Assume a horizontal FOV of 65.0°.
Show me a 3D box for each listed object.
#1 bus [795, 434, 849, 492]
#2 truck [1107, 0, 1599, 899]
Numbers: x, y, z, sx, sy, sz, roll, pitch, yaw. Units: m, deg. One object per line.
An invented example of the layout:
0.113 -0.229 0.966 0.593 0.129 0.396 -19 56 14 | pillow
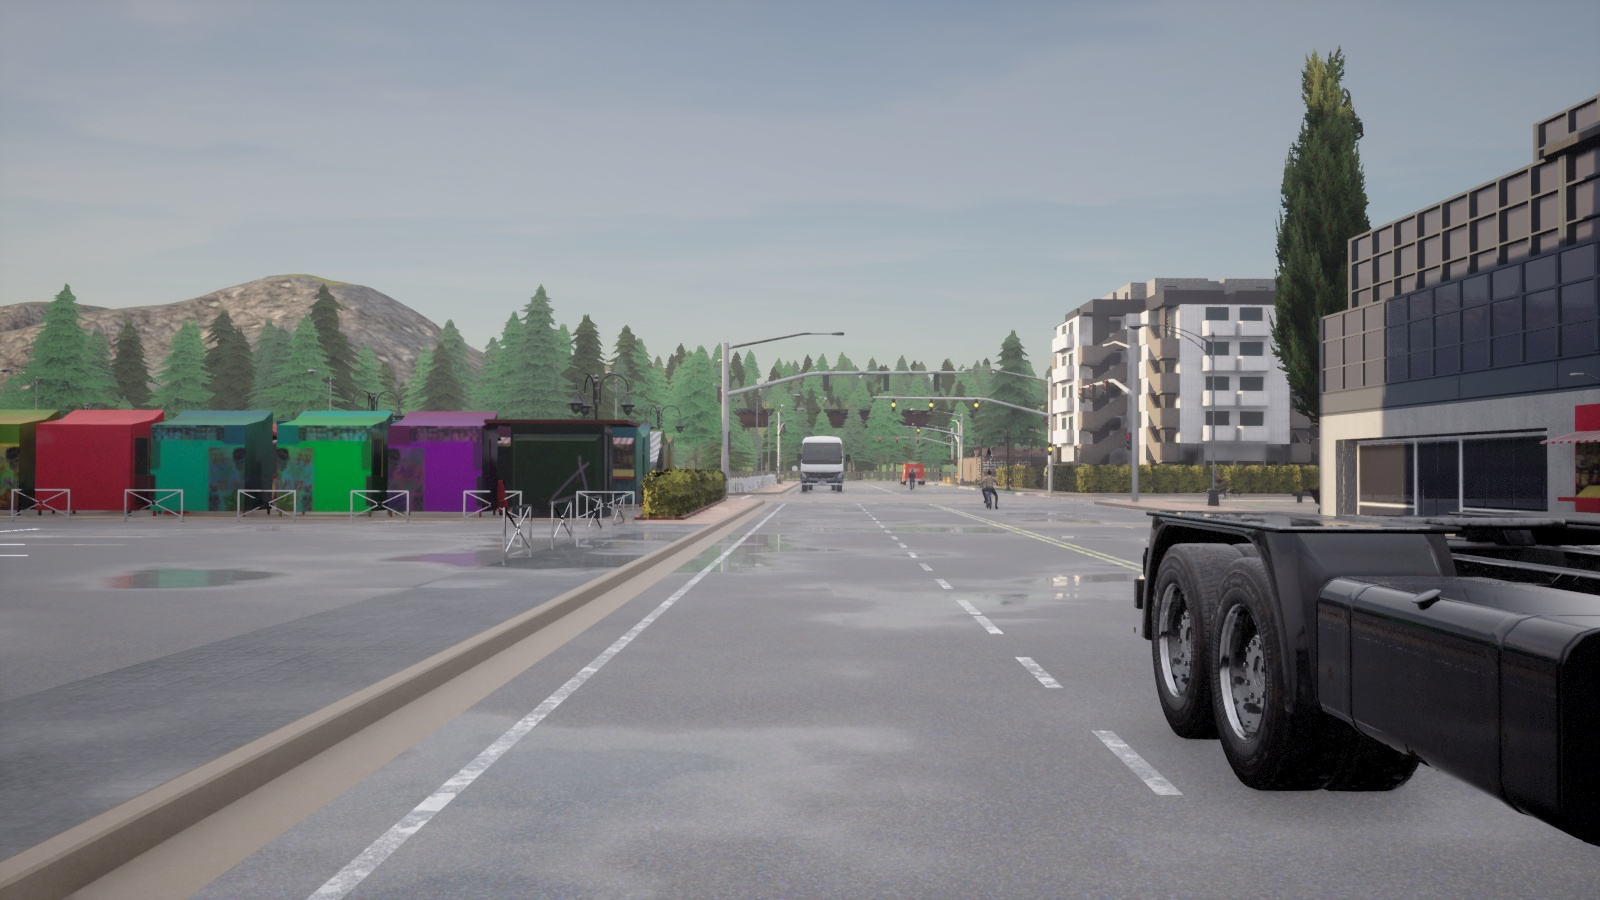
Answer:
1.721 1.061 97.295 3.944 4.253 10.273 0 -1 1 | bus
3.537 -0.102 4.747 2.891 3.462 7.936 0 -1 1 | truck
